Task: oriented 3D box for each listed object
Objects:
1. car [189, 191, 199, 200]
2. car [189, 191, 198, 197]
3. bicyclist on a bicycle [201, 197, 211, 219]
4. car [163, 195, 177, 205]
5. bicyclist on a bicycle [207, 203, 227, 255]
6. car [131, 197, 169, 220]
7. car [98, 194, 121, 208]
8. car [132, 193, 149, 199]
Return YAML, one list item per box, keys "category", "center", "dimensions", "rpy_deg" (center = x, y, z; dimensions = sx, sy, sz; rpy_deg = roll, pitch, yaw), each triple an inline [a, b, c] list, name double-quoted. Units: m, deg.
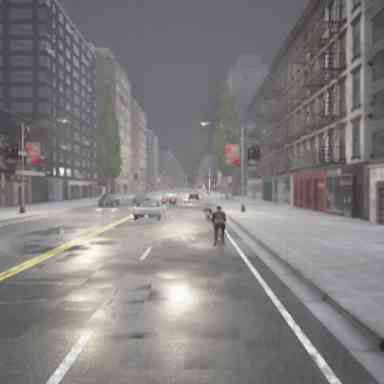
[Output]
- category: "car"
  center: [0.356, 0.673, 61.163]
  dimensions: [1.882, 1.535, 5.008]
  rpy_deg: [0, 1, 0]
- category: "car"
  center: [0.345, 0.497, 78.913]
  dimensions: [2.033, 1.411, 5.357]
  rpy_deg: [0, 1, 0]
- category: "bicyclist on a bicycle"
  center: [1.025, 1.154, 21.656]
  dimensions: [0.866, 1.612, 1.509]
  rpy_deg: [0, 1, 0]
- category: "car"
  center: [-2.955, 1.035, 43.643]
  dimensions: [1.895, 1.301, 4.718]
  rpy_deg: [0, 1, 0]
- category: "bicyclist on a bicycle"
  center: [0.948, 1.302, 11.530]
  dimensions: [0.582, 1.620, 1.656]
  rpy_deg: [0, 0, 0]
- category: "car"
  center: [-3.040, 1.288, 24.442]
  dimensions: [1.895, 1.301, 4.718]
  rpy_deg: [0, 1, 0]
- category: "car"
  center: [-9.659, 1.007, 39.157]
  dimensions: [1.837, 1.490, 4.892]
  rpy_deg: [0, 1, 0]
- category: "car"
  center: [-6.384, 0.968, 42.009]
  dimensions: [1.837, 1.490, 4.892]
  rpy_deg: [0, 0, 1]
